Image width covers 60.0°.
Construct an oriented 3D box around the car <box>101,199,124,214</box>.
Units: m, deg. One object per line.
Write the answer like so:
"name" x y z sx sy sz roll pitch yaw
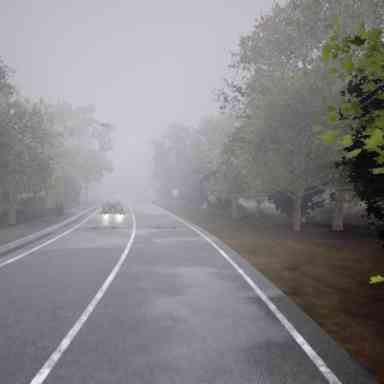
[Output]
"car" -7.576 1.390 32.039 1.994 1.385 4.181 1 0 -11
